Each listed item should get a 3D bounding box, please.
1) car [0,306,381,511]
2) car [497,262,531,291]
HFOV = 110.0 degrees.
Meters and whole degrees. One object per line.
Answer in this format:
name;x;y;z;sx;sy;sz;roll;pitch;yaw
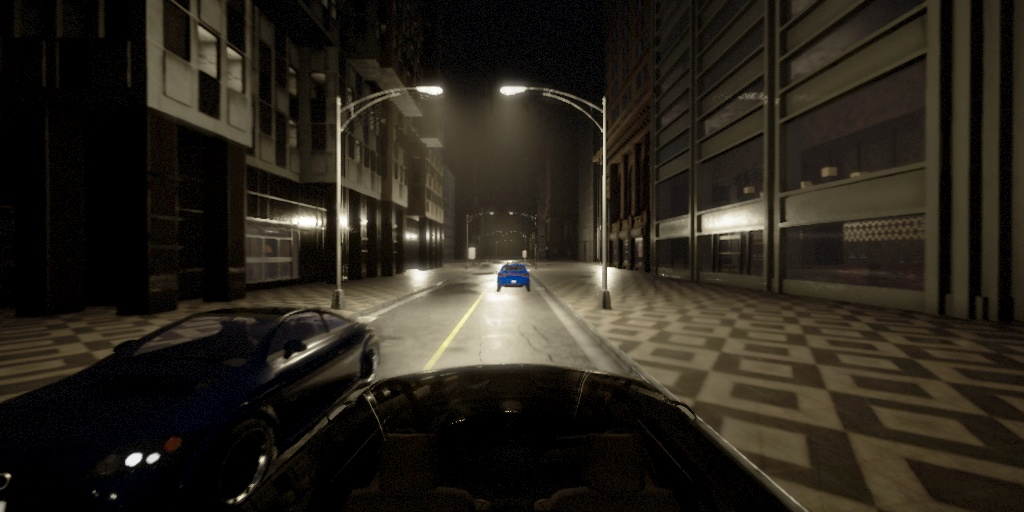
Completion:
car;-3.091;1.312;4.083;1.994;1.385;4.181;0;0;0
car;0.093;1.214;21.736;1.882;1.535;5.008;0;0;0
